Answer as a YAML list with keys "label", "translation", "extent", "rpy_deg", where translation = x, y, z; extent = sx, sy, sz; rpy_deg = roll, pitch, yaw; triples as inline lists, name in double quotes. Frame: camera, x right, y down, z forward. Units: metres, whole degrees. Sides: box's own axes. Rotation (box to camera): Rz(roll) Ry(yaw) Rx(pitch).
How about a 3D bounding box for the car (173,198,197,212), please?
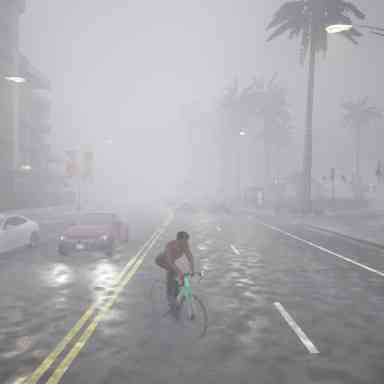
- label: "car"
  translation: [-0.887, 1.526, 38.646]
  extent: [1.812, 1.442, 4.674]
  rpy_deg: [0, 0, -7]

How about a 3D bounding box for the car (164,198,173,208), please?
- label: "car"
  translation: [-2.791, 1.526, 48.343]
  extent: [1.812, 1.442, 4.674]
  rpy_deg: [0, 0, -16]

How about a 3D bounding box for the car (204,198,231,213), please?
- label: "car"
  translation: [2.881, 1.601, 36.966]
  extent: [1.895, 1.301, 4.718]
  rpy_deg: [0, 0, -6]

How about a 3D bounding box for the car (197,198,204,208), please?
- label: "car"
  translation: [1.264, 1.547, 46.945]
  extent: [2.033, 1.411, 5.357]
  rpy_deg: [0, 0, -14]

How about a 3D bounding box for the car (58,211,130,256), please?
- label: "car"
  translation: [-3.668, 1.525, 13.210]
  extent: [1.812, 1.442, 4.674]
  rpy_deg: [0, 0, 0]

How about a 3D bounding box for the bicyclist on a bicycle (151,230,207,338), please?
- label: "bicyclist on a bicycle"
  translation: [-0.263, 1.450, 5.563]
  extent: [0.582, 1.620, 1.656]
  rpy_deg: [0, 2, -37]

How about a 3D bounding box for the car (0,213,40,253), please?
- label: "car"
  translation: [-7.162, 1.525, 11.988]
  extent: [1.812, 1.442, 4.674]
  rpy_deg: [0, 0, 0]
